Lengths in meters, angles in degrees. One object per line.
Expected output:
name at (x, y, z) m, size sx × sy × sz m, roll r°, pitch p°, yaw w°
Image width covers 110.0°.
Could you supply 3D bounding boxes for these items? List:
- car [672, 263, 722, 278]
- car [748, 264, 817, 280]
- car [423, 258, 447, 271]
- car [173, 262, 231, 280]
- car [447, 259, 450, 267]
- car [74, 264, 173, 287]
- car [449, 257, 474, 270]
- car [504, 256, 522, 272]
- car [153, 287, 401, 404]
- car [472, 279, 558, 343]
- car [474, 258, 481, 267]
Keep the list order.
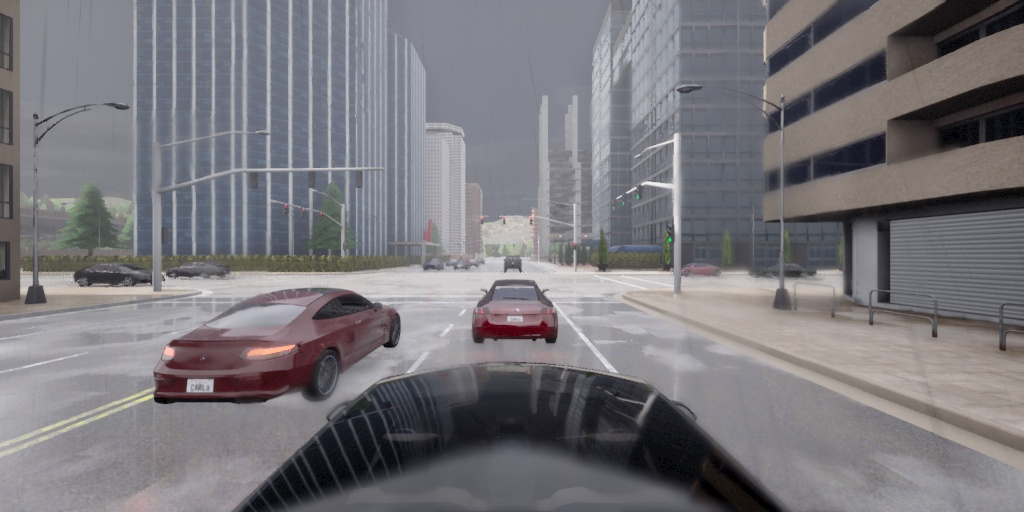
car at (17.467, 1.313, 34.031) m, size 4.181 × 1.385 × 1.994 m, roll 0°, pitch 0°, yaw 1°
car at (22.860, 1.350, 30.474) m, size 4.718 × 1.301 × 1.895 m, roll 0°, pitch 0°, yaw 1°
car at (-10.575, 1.102, 48.367) m, size 2.097 × 1.767 × 4.553 m, roll 0°, pitch 0°, yaw 0°
car at (-27.058, 1.240, 30.936) m, size 4.902 × 1.511 × 2.128 m, roll 0°, pitch 0°, yaw 1°
car at (-10.542, 1.273, 63.015) m, size 1.812 × 1.442 × 4.674 m, roll 0°, pitch 0°, yaw 0°
car at (-25.936, 1.253, 23.783) m, size 4.892 × 1.490 × 1.837 m, roll 0°, pitch 0°, yaw 1°
car at (-7.071, 1.240, 50.886) m, size 2.128 × 1.511 × 4.902 m, roll 0°, pitch 0°, yaw 0°
car at (0.115, 0.970, 46.470) m, size 2.150 × 2.045 × 5.566 m, roll 0°, pitch 0°, yaw 0°
car at (-3.441, 1.276, 6.280) m, size 1.812 × 1.442 × 4.674 m, roll 0°, pitch 0°, yaw 0°
car at (0.079, 1.314, 9.669) m, size 1.994 × 1.385 × 4.181 m, roll 0°, pitch 0°, yaw 0°
car at (-7.038, 1.273, 63.856) m, size 1.812 × 1.442 × 4.674 m, roll 0°, pitch 0°, yaw 0°
